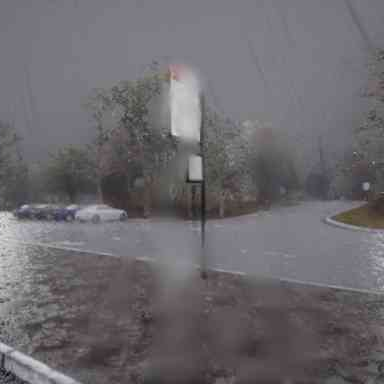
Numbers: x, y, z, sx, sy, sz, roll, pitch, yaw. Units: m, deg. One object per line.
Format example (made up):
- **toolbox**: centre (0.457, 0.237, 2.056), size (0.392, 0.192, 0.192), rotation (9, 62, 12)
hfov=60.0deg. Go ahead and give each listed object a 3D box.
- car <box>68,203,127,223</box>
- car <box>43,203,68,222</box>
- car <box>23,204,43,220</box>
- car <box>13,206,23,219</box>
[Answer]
- **car**: centre (-7.574, 1.790, 27.934), size (2.002, 1.452, 4.674), rotation (-1, -1, 36)
- **car**: centre (-10.132, 1.790, 29.771), size (2.097, 1.535, 5.008), rotation (-1, -1, 36)
- **car**: centre (-12.803, 1.834, 31.663), size (2.231, 1.521, 4.892), rotation (-1, -1, 36)
- **car**: centre (-15.467, 1.915, 33.569), size (2.002, 1.452, 4.674), rotation (-1, -1, 36)
